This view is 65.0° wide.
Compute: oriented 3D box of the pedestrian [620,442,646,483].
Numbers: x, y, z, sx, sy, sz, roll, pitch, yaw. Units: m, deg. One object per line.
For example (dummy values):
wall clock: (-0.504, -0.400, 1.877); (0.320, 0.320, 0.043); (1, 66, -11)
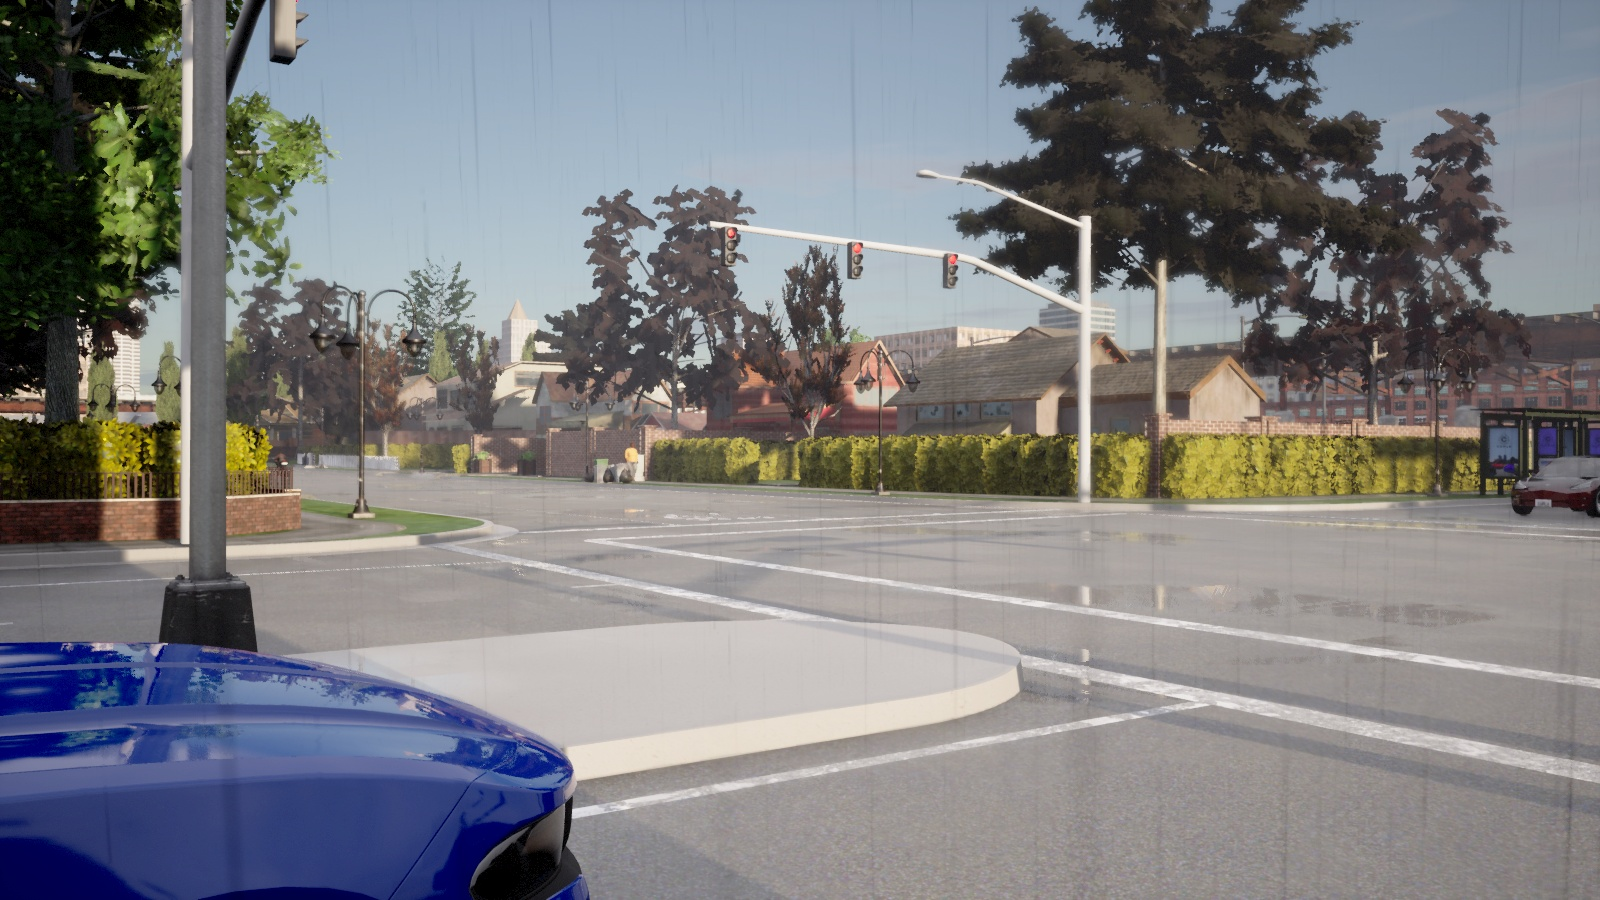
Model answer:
pedestrian: (-7.688, 0.567, 57.664); (0.874, 1.855, 0.900); (0, 0, -34)

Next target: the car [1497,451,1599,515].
car: (19.779, 0.780, 31.474); (4.792, 1.488, 2.163); (0, 0, -35)

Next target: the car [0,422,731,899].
car: (-2.727, 0.733, 1.760); (5.008, 1.535, 1.882); (0, 0, -35)
